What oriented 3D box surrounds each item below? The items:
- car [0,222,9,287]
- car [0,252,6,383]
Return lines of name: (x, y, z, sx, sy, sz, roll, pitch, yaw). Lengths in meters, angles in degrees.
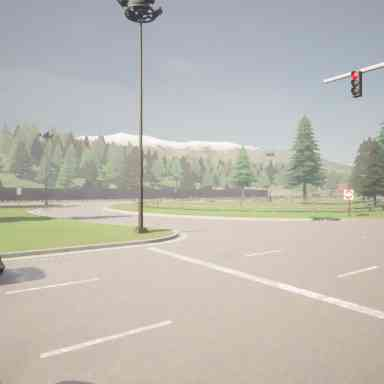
car: (-7.162, 1.547, 7.234, 5.357, 1.411, 2.033, 0, 0, -35)
car: (-3.314, 1.352, 1.380, 4.553, 1.767, 2.097, 0, 0, -36)
